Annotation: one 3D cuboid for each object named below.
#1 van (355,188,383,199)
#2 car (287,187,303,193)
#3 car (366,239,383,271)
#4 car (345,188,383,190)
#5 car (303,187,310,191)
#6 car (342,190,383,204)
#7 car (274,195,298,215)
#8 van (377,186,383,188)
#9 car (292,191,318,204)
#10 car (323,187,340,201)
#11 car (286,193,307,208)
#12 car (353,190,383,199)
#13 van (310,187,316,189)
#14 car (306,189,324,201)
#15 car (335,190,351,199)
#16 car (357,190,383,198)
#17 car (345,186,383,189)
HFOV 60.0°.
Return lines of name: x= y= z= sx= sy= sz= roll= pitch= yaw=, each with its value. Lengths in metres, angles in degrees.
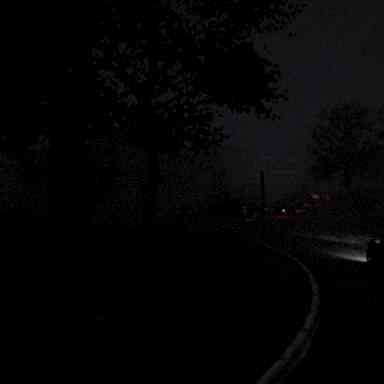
van: x=32.289 y=0.273 z=60.445 sx=4.442 sy=1.987 sz=1.878 roll=0 pitch=2 yaw=32
car: x=23.504 y=0.238 z=77.624 sx=2.097 sy=1.535 sz=5.008 roll=0 pitch=2 yaw=35
car: x=5.648 y=1.542 z=7.706 sx=2.033 sy=1.411 sz=5.357 roll=0 pitch=0 yaw=14
car: x=25.298 y=0.711 z=48.840 sx=4.553 sy=1.767 sz=2.185 roll=0 pitch=1 yaw=30
car: x=26.632 y=0.110 z=82.137 sx=2.163 sy=1.488 sz=4.792 roll=0 pitch=2 yaw=36
car: x=23.881 y=0.900 z=46.481 sx=4.892 sy=1.521 sz=2.231 roll=0 pitch=1 yaw=30
car: x=8.867 y=1.349 z=31.723 sx=1.837 sy=1.490 sz=4.892 roll=0 pitch=1 yaw=18
van: x=26.556 y=0.546 z=51.294 sx=4.442 sy=1.987 sz=1.878 roll=0 pitch=1 yaw=30
car: x=17.068 y=0.976 z=50.058 sx=2.033 sy=1.411 sz=5.357 roll=0 pitch=1 yaw=30
car: x=23.866 y=0.588 z=55.694 sx=2.097 sy=1.767 sz=4.553 roll=0 pitch=1 yaw=30
car: x=12.556 y=1.204 z=41.086 sx=1.994 sy=1.385 sz=4.181 roll=0 pitch=1 yaw=26
car: x=33.494 y=0.421 z=62.923 sx=5.366 sy=1.575 sz=1.946 roll=0 pitch=2 yaw=33
van: x=29.837 y=-0.305 z=86.546 sx=1.878 sy=1.987 sz=4.442 roll=0 pitch=1 yaw=37
car: x=21.979 y=0.675 z=58.688 sx=1.882 sy=1.535 sz=5.008 roll=0 pitch=1 yaw=31
car: x=30.144 y=0.443 z=66.229 sx=2.128 sy=1.511 sz=4.902 roll=0 pitch=2 yaw=33
car: x=35.132 y=0.387 z=65.114 sx=4.674 sy=1.452 sz=2.002 roll=0 pitch=2 yaw=33
car: x=28.057 y=0.456 z=53.595 sx=5.566 sy=2.045 sz=2.435 roll=0 pitch=1 yaw=31
